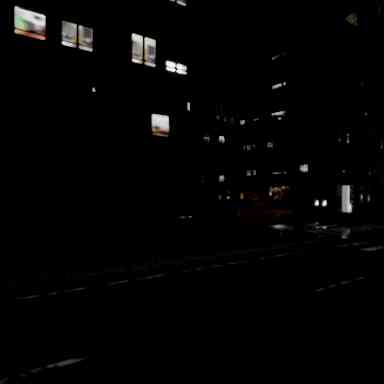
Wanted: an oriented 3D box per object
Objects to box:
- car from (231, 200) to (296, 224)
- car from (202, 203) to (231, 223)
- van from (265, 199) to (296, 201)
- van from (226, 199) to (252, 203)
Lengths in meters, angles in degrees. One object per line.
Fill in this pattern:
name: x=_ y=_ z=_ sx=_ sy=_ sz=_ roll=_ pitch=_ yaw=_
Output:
car: x=5.920 y=1.728 z=27.677 sx=1.882 sy=1.535 sz=5.008 roll=0 pitch=-1 yaw=-36
car: x=1.960 y=1.883 z=28.747 sx=1.802 sy=1.307 sz=4.206 roll=-1 pitch=0 yaw=-36
van: x=8.707 y=1.615 z=33.655 sx=1.690 sy=1.788 sz=3.998 roll=-1 pitch=0 yaw=-36
van: x=5.398 y=1.688 z=38.176 sx=1.690 sy=1.788 sz=3.998 roll=-1 pitch=0 yaw=-36
